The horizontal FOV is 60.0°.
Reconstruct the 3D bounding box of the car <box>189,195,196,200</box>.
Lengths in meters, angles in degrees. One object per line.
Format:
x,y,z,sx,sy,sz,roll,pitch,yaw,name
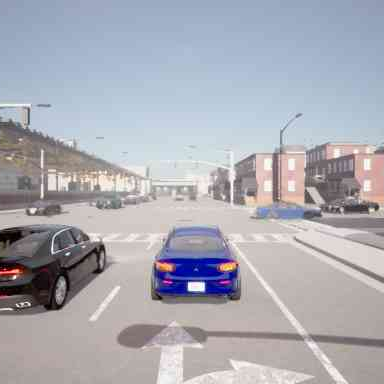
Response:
0.173,1.478,91.935,1.882,1.535,5.008,0,0,0,car

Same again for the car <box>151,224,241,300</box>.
0.093,1.526,8.245,1.812,1.442,4.674,0,0,0,car

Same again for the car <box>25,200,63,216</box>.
-14.041,1.492,31.777,2.128,1.511,4.902,0,0,0,car

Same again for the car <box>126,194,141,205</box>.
-10.475,1.564,57.041,1.994,1.385,4.181,0,0,0,car

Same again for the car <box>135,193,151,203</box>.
-10.370,1.478,69.214,1.882,1.535,5.008,0,0,0,car

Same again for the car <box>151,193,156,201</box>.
-10.341,1.167,84.567,2.150,2.045,5.566,0,0,0,car

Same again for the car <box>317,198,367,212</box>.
17.092,1.505,38.050,4.892,1.490,1.837,0,0,0,car

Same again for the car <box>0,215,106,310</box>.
-3.414,1.505,7.788,1.837,1.490,4.892,0,0,0,car

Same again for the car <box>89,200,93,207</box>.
-13.997,1.526,50.041,1.812,1.442,4.674,0,0,0,car

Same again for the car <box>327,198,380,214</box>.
16.787,1.492,34.543,4.902,1.511,2.128,0,0,0,car

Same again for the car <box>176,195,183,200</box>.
-3.327,1.524,92.156,1.812,1.442,4.674,0,0,0,car

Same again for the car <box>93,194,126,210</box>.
-10.521,1.222,42.803,2.150,2.045,5.566,0,0,0,car

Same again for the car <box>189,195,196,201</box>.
0.153,1.500,81.609,1.837,1.490,4.892,0,0,0,car

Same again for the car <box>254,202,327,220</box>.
7.838,1.547,27.437,5.357,1.411,2.033,0,0,3,car

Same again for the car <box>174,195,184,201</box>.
-3.346,1.595,82.110,1.895,1.301,4.718,0,0,0,car
